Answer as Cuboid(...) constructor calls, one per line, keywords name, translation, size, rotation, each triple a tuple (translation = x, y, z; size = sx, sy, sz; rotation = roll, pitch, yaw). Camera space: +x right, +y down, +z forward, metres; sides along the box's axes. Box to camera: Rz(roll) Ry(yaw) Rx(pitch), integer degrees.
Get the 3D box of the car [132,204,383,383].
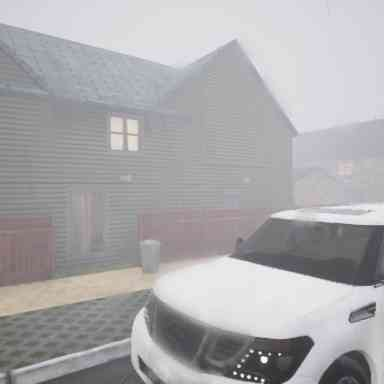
Cuboid(name="car", translation=(2.010, 1.221, 4.496), size=(5.566, 2.045, 2.150), rotation=(0, 0, -35))
